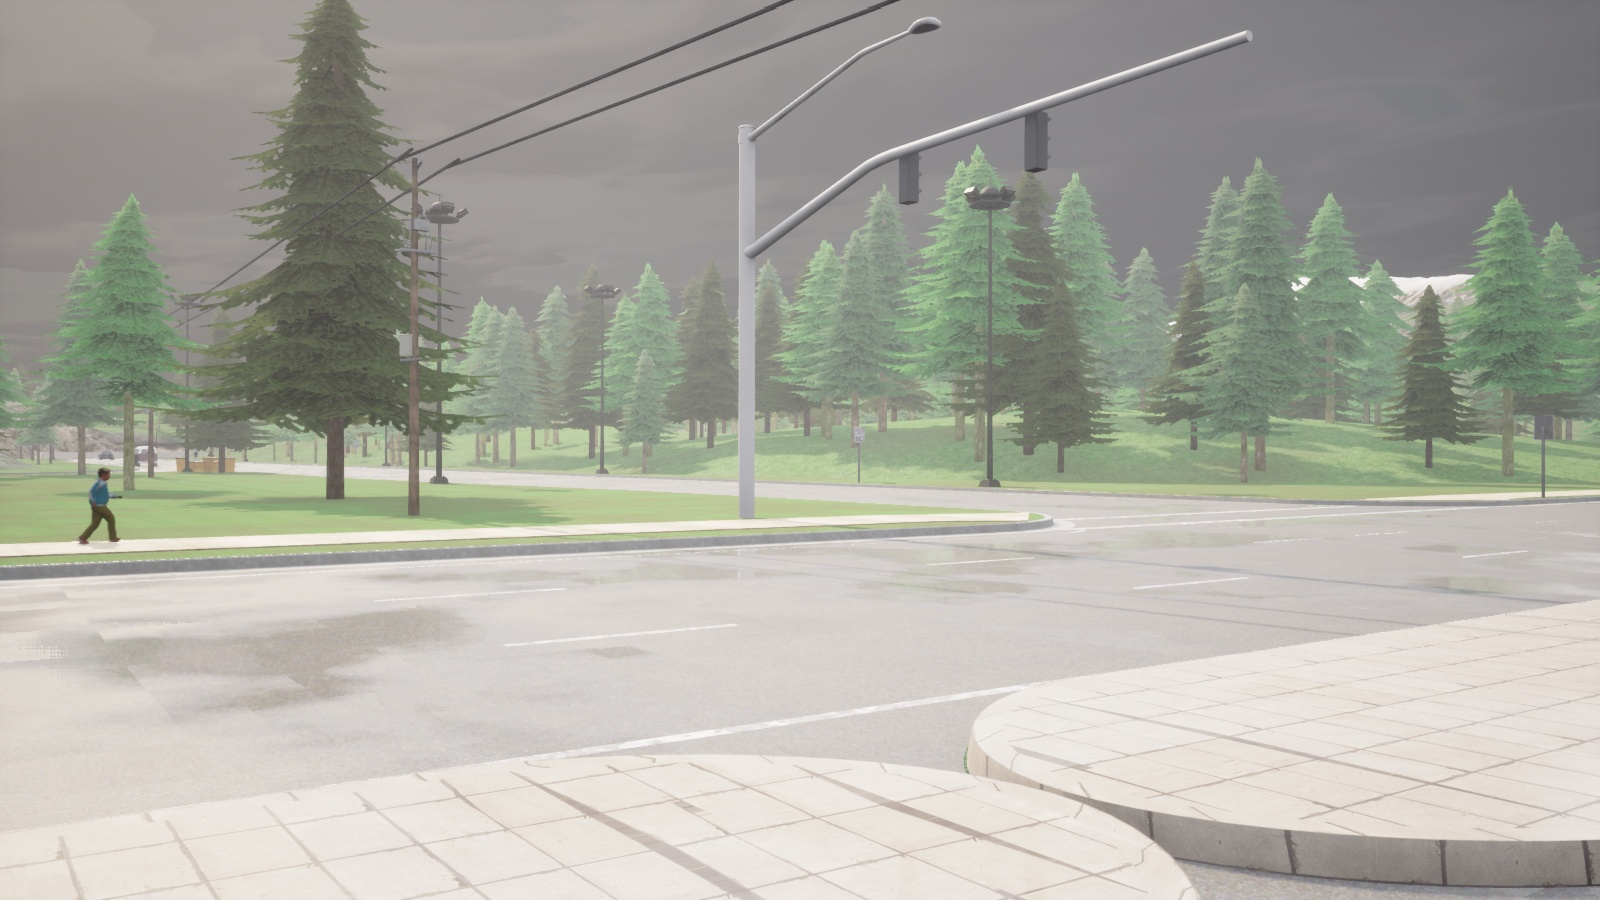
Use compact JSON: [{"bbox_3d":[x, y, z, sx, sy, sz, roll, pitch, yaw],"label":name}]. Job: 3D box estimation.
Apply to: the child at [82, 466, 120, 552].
[{"bbox_3d":[-9.918,0.828,17.812,0.448,1.192,0.343,0,0,-33],"label":"child"}]
